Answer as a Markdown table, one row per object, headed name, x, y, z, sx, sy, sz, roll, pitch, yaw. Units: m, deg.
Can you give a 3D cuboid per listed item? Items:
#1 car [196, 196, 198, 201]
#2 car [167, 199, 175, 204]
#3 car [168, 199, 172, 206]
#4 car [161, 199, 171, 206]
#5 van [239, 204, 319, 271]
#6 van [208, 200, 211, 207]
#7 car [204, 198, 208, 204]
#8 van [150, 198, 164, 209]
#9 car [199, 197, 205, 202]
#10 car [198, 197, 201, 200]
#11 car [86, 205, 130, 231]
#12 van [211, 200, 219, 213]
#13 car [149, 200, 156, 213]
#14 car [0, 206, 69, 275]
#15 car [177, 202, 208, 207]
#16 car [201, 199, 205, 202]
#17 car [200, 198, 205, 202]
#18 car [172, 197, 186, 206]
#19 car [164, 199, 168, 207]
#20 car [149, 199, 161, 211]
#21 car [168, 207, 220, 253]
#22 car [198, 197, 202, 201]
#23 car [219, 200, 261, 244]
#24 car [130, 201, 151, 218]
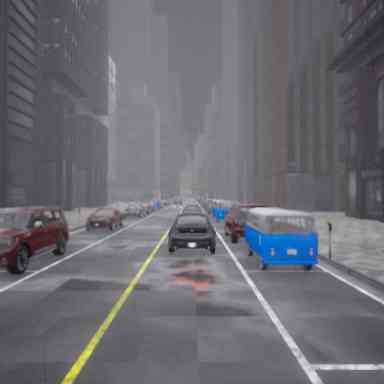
| name | x | y | z | sx | sy | sz | roll | pitch | yaw |
| --- | --- | --- | --- | --- | --- | --- | --- | --- | --- |
| car | 2.817 | 2.240 | 89.974 | 2.192 | 1.841 | 5.009 | 0 | -1 | 0 |
| car | -5.708 | 2.475 | 89.957 | 2.008 | 1.369 | 4.403 | 0 | -1 | 0 |
| car | -5.722 | 2.221 | 67.414 | 1.887 | 1.381 | 4.507 | 0 | -1 | 0 |
| car | -5.718 | 2.283 | 73.050 | 1.887 | 1.381 | 4.507 | 0 | -1 | 0 |
| van | 2.771 | 1.447 | 11.067 | 1.690 | 1.788 | 3.998 | 0 | -1 | 0 |
| van | 2.785 | 1.667 | 33.611 | 1.690 | 1.788 | 3.998 | 0 | -1 | 0 |
| car | 2.788 | 1.823 | 39.246 | 1.967 | 1.590 | 4.097 | 0 | -1 | 0 |
| van | -5.731 | 1.839 | 50.509 | 1.690 | 1.788 | 3.998 | 0 | -1 | 0 |
| car | 2.800 | 2.144 | 61.961 | 1.752 | 1.417 | 4.829 | 0 | -1 | 0 |
| car | 2.807 | 2.283 | 73.063 | 1.887 | 1.381 | 4.507 | 0 | -1 | 0 |
| car | -5.747 | 1.759 | 22.327 | 1.887 | 1.381 | 4.507 | 0 | -1 | 0 |
| van | 2.781 | 1.611 | 27.975 | 1.690 | 1.788 | 3.998 | 0 | -1 | 0 |
| car | -5.738 | 1.964 | 39.234 | 1.802 | 1.307 | 4.206 | 0 | -1 | 0 |
| car | -5.753 | 1.420 | 11.057 | 2.192 | 1.841 | 5.009 | 0 | -1 | 0 |
| car | 0.018 | 1.828 | 28.988 | 2.033 | 1.411 | 5.357 | 0 | -1 | 0 |
| car | 2.794 | 2.080 | 50.518 | 1.802 | 1.307 | 4.206 | 0 | -1 | 0 |
| car | 2.797 | 2.123 | 56.155 | 1.947 | 1.339 | 4.313 | 0 | -1 | 0 |
| car | -2.958 | 2.259 | 71.787 | 2.033 | 1.411 | 5.357 | 0 | -1 | 0 |
| car | -5.728 | 2.107 | 56.143 | 2.008 | 1.369 | 4.403 | 0 | -1 | 0 |
| car | -5.734 | 1.990 | 44.870 | 2.008 | 1.369 | 4.403 | 0 | -1 | 0 |
| car | 0.013 | 1.644 | 14.298 | 1.837 | 1.490 | 4.892 | 0 | 0 | 0 |
| car | 2.803 | 2.243 | 67.427 | 1.947 | 1.339 | 4.313 | 0 | -1 | 0 |
| car | 2.775 | 1.475 | 16.703 | 2.192 | 1.841 | 5.009 | 0 | -1 | 0 |
| car | -5.741 | 1.877 | 33.598 | 2.008 | 1.369 | 4.403 | 0 | -1 | 0 |
